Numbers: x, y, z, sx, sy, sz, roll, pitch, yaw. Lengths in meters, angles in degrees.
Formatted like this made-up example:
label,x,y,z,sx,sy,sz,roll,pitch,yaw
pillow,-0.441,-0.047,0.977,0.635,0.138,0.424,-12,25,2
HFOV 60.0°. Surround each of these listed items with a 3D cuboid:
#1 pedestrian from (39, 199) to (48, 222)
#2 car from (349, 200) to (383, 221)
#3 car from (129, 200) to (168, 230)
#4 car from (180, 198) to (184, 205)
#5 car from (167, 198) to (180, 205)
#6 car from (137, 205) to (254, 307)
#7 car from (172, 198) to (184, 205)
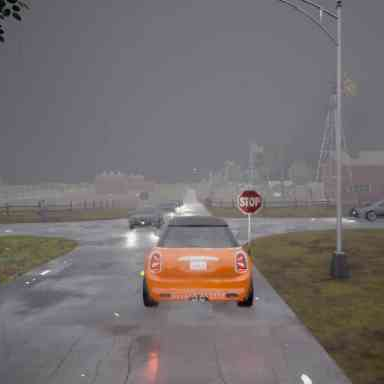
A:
label,x,y,z,sx,sy,sz,roll,pitch,yaw
pedestrian,-12.086,1.466,27.030,0.375,1.860,0.375,0,2,0
car,13.563,1.267,23.823,4.181,1.385,1.994,-1,1,-1
car,-2.794,1.527,21.424,1.837,1.490,4.892,0,0,0
car,-2.700,1.724,51.227,1.994,1.385,4.181,0,0,0
car,-2.756,1.620,37.830,2.033,1.411,5.357,0,0,0
car,0.120,1.354,8.151,2.097,1.767,4.553,0,0,0
car,-2.631,1.841,64.679,2.033,1.411,5.357,0,-1,1
